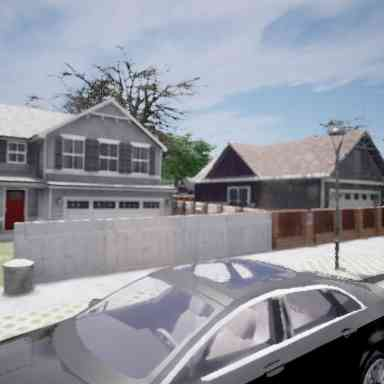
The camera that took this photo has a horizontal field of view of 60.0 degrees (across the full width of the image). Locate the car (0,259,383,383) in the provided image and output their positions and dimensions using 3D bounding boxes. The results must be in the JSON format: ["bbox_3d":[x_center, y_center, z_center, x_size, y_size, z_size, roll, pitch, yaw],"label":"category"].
[{"bbox_3d":[0.121,1.500,3.113,4.902,1.511,2.128,0,0,-35],"label":"car"}]
